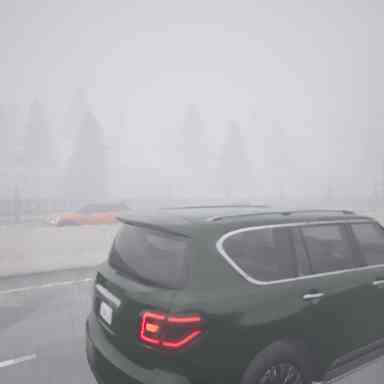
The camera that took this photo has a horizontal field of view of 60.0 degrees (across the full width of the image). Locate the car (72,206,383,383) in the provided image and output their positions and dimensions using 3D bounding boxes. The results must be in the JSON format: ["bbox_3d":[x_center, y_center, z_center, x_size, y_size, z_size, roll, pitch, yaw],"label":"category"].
[{"bbox_3d":[1.452,1.214,4.545,5.566,2.045,2.150,0,0,-33],"label":"car"}]

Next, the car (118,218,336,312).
[{"bbox_3d":[1.066,1.530,8.448,5.357,1.411,2.033,0,0,-31],"label":"car"}]

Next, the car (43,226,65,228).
[{"bbox_3d":[-5.135,1.292,17.048,4.553,1.767,2.097,0,0,-31],"label":"car"}]
